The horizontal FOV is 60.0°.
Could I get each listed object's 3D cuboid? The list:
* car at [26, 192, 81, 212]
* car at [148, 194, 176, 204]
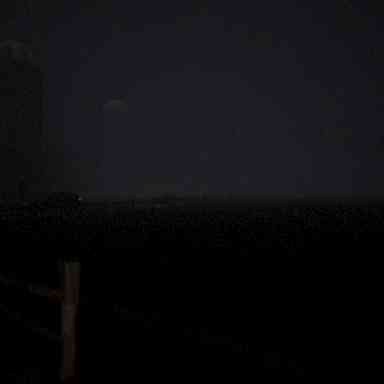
[{"bbox_3d":[-14.463,1.006,35.035,2.150,2.045,5.566,1,1,35],"label":"car"},{"bbox_3d":[-4.387,1.014,49.364,1.882,1.535,5.008,1,1,35],"label":"car"}]
